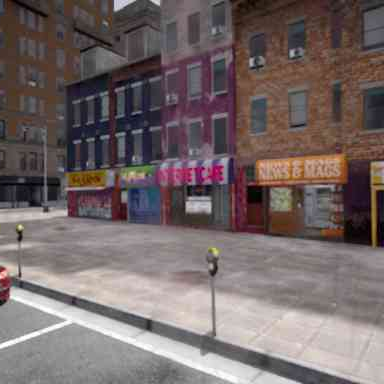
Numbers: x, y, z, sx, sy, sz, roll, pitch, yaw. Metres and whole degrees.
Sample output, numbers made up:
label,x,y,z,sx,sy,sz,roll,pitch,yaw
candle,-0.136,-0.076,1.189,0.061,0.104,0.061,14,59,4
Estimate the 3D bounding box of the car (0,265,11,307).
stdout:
label,x,y,z,sx,sy,sz,roll,pitch,yaw
car,-5.140,1.553,6.493,4.206,1.307,1.802,0,-1,36
